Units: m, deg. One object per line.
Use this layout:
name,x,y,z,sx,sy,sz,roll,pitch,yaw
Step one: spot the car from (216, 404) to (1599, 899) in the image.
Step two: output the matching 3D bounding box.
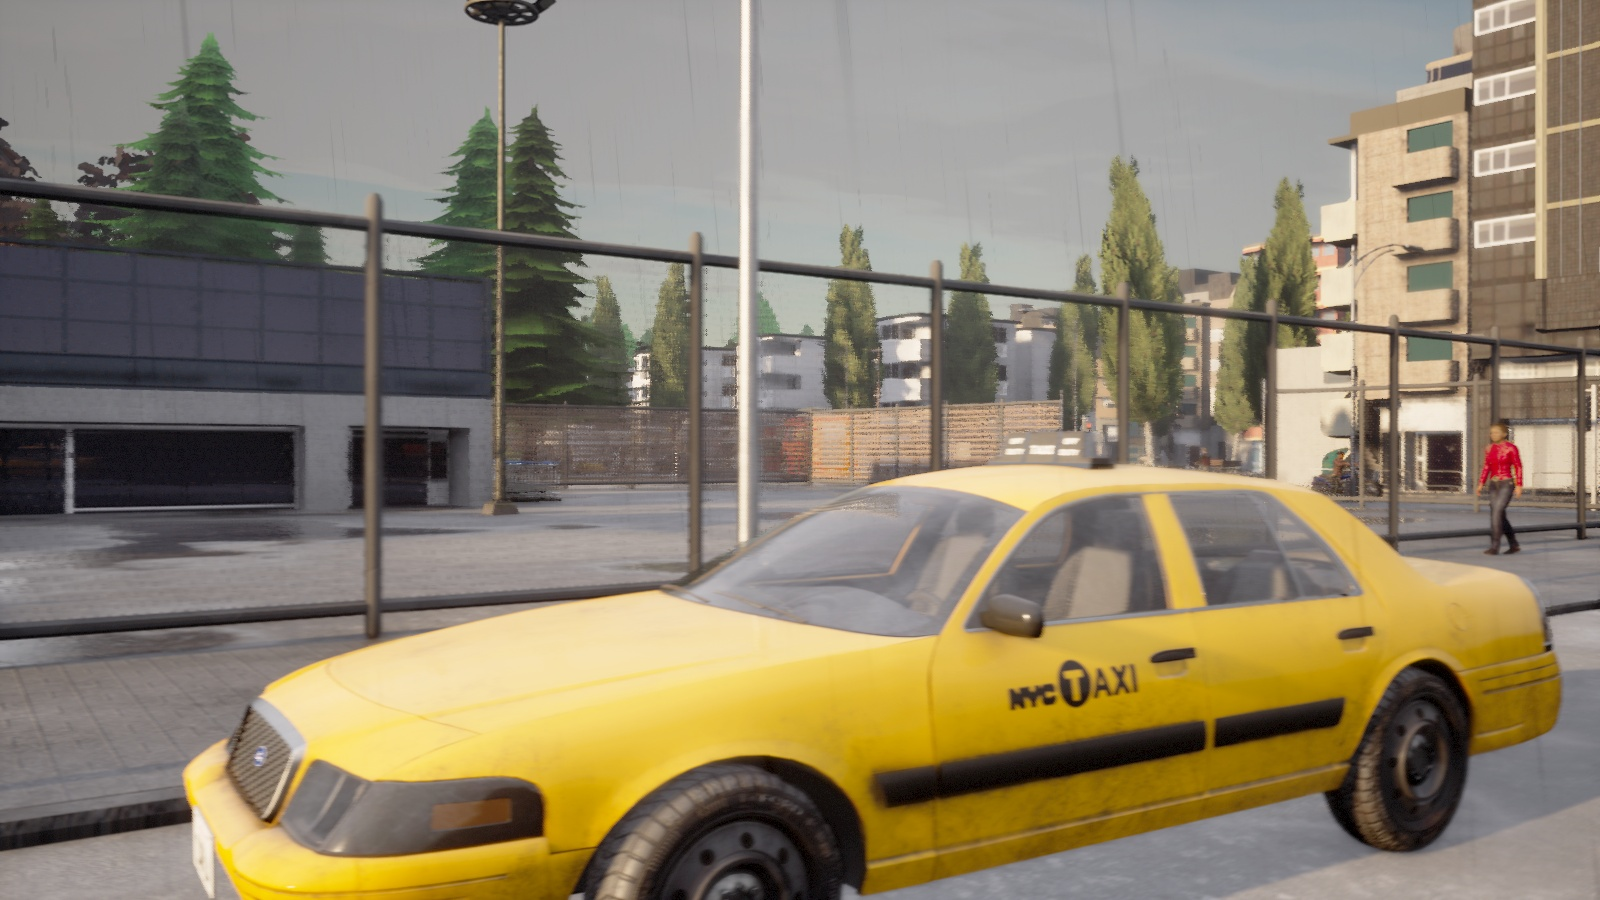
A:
car,0.842,0.694,4.775,5.366,1.575,1.801,0,0,-32

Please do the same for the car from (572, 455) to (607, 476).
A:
car,-14.028,1.034,83.779,1.481,1.376,2.207,0,-1,-35

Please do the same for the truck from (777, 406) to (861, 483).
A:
truck,0.898,-0.259,66.753,2.891,3.827,8.468,0,0,-10

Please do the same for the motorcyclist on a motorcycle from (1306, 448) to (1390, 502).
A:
motorcyclist on a motorcycle,17.057,0.755,39.159,0.766,1.649,2.350,0,0,-35

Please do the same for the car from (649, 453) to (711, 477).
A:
car,-7.878,0.967,81.946,1.837,1.490,4.892,0,0,-35

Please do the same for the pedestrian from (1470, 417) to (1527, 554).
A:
pedestrian,9.571,0.476,17.202,0.636,1.846,0.331,0,0,-18
